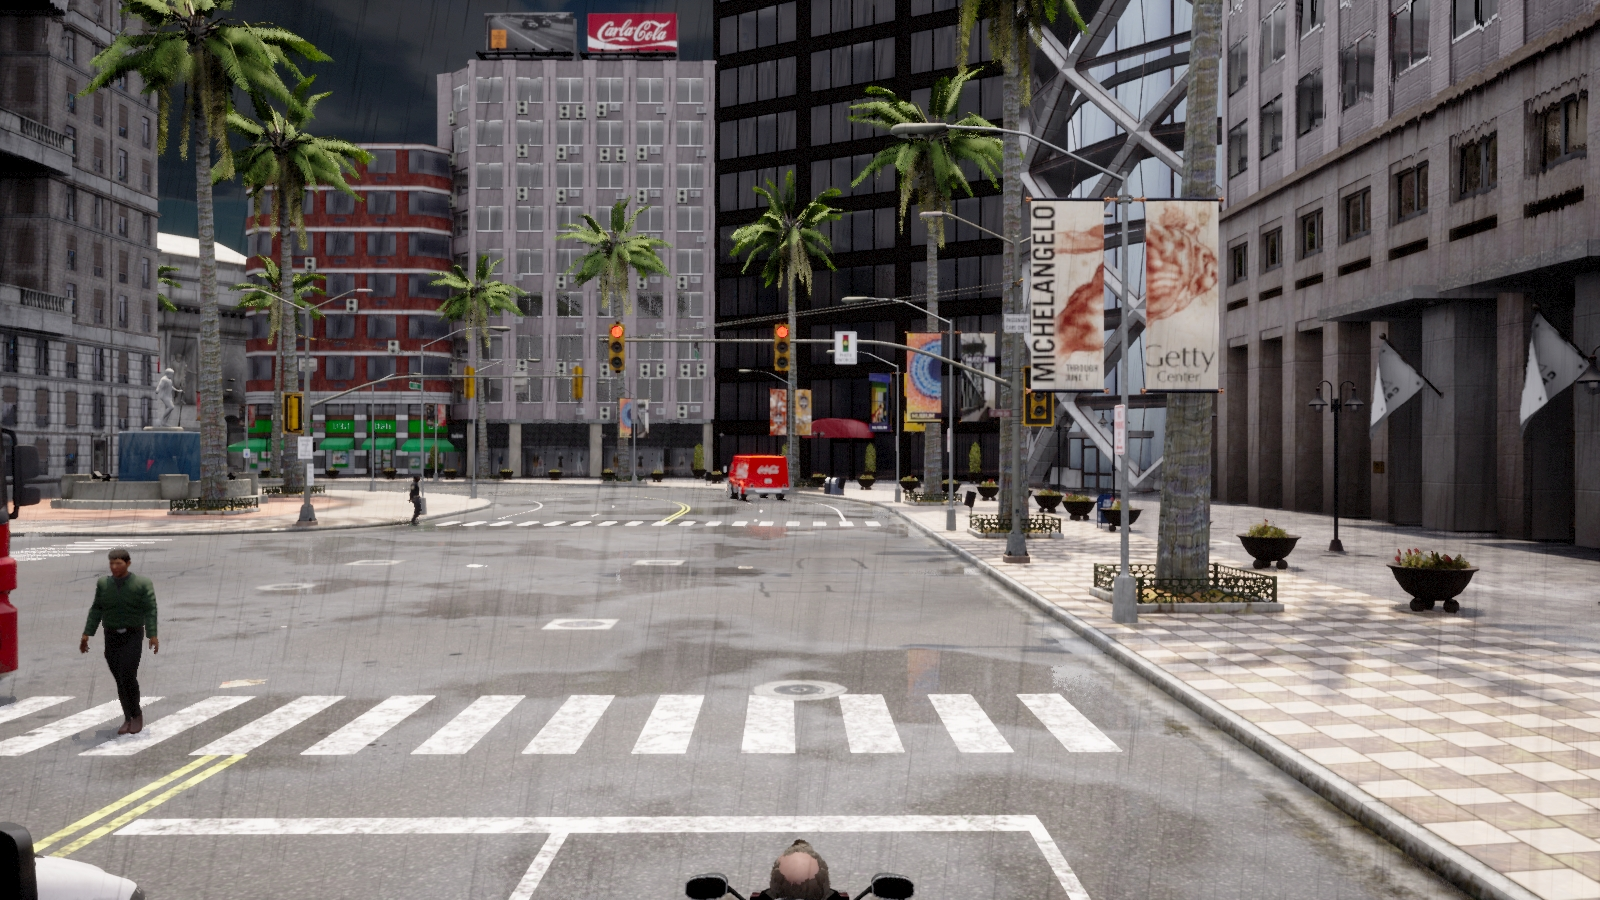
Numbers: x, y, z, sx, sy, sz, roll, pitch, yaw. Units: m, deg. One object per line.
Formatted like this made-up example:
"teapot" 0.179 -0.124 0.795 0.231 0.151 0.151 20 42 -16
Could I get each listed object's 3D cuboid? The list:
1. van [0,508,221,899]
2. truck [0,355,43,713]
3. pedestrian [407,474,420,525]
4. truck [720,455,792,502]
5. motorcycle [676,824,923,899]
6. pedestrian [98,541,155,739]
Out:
"van" -3.507 1.533 1.998 1.988 2.561 5.915 0 0 0
"truck" -12.104 0.882 14.715 2.891 3.827 8.468 0 0 -41
"pedestrian" -14.217 1.832 42.043 0.375 1.860 0.375 0 0 -4
"truck" -2.500 1.543 63.504 2.627 2.467 5.204 0 0 -19
"motorcycle" -0.001 2.203 3.717 0.867 1.251 2.209 0 0 0
"pedestrian" -6.597 1.843 11.198 0.375 1.860 0.375 0 0 -10
